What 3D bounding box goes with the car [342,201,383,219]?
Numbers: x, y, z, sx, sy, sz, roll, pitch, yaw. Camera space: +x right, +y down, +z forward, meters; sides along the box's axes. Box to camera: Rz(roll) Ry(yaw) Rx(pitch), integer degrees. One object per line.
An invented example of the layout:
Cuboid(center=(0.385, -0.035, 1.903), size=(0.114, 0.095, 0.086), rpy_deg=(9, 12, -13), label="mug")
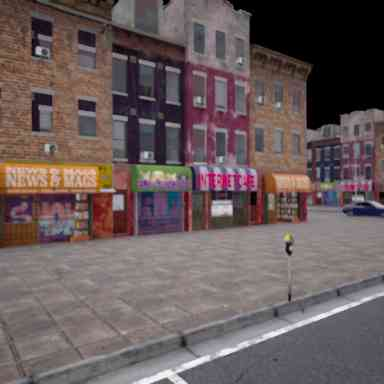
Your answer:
Cuboid(center=(15.191, 1.497, 28.305), size=(1.812, 1.442, 4.674), rpy_deg=(0, 1, -35), label="car")
